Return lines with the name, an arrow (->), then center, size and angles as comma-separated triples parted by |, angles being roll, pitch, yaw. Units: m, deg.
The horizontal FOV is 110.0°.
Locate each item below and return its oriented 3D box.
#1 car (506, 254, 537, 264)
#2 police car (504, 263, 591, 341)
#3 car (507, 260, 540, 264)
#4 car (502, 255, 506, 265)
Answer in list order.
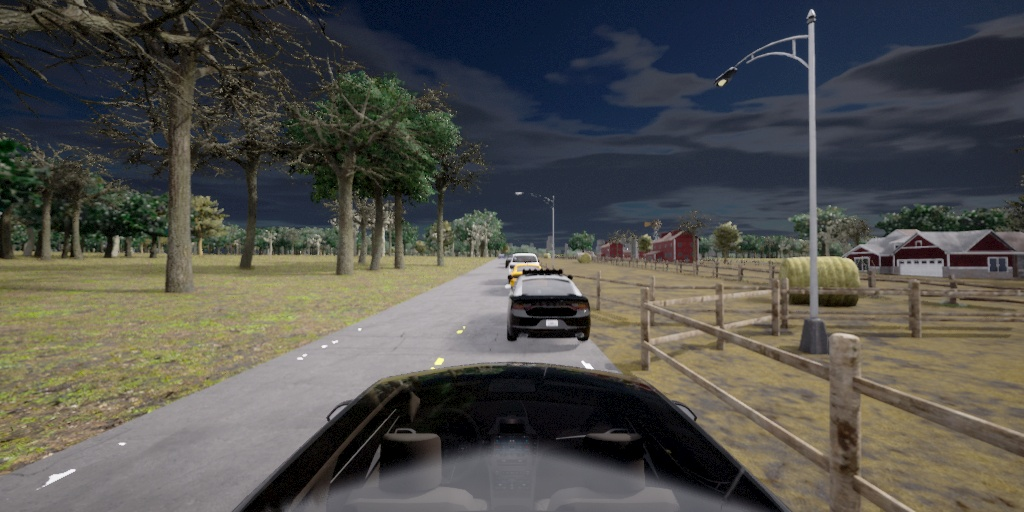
car -> 0.832, 0.855, 25.904 | 2.150, 2.045, 5.566 | 0, 1, 0
police car -> 0.827, 1.171, 9.981 | 1.930, 1.638, 5.238 | 0, 0, 0
car -> 0.830, 1.167, 19.872 | 1.882, 1.535, 5.008 | 0, 1, 0
car -> 0.054, 0.835, 49.243 | 1.882, 1.535, 5.008 | 0, 1, 1
